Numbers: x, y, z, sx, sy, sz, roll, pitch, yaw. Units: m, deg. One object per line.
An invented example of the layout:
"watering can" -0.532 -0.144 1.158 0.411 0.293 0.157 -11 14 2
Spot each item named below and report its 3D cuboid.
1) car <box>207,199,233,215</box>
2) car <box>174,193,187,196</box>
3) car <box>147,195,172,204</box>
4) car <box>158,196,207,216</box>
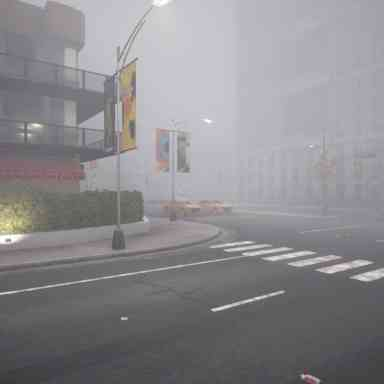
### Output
"car" 2.090 1.478 34.307 1.882 1.535 5.008 0 0 -35
"car" -2.530 1.221 62.095 2.150 2.045 5.566 0 0 -20
"car" -6.142 1.601 59.288 4.718 1.301 1.895 0 0 42
"car" -1.037 1.478 32.669 1.882 1.535 5.008 0 0 -35
